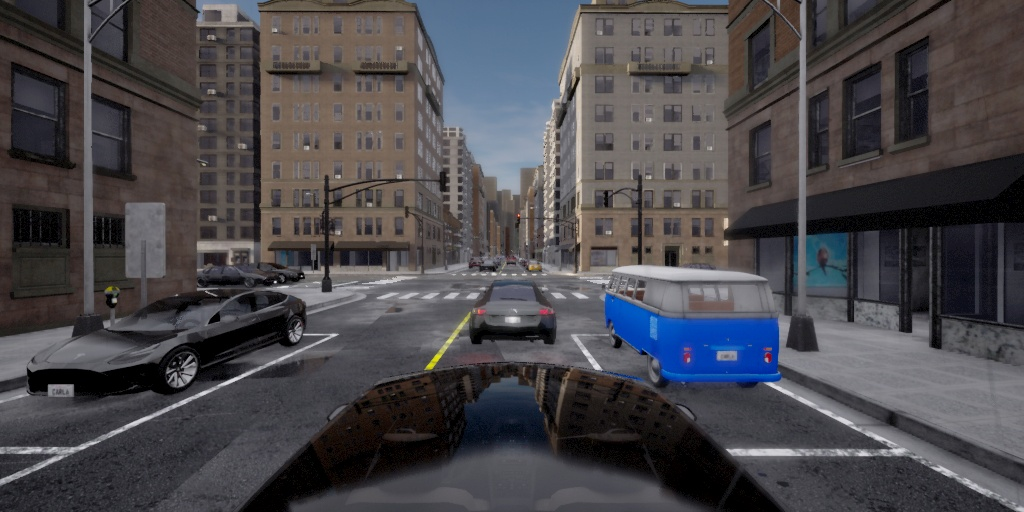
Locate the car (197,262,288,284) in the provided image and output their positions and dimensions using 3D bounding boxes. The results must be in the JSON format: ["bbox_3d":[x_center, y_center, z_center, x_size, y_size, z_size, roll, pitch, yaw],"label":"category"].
[{"bbox_3d":[-17.890,1.282,23.065,5.357,1.411,2.033,0,0,0],"label":"car"}]

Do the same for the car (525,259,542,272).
[{"bbox_3d":[2.929,1.267,45.988,1.751,1.417,4.829,0,0,0],"label":"car"}]

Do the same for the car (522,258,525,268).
[{"bbox_3d":[2.890,1.178,51.344,1.967,1.591,4.097,0,0,0],"label":"car"}]

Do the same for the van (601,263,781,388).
[{"bbox_3d":[2.884,1.090,6.628,1.690,1.789,3.998,0,0,0],"label":"van"}]

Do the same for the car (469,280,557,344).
[{"bbox_3d":[0.046,1.314,9.553,1.994,1.385,4.181,0,0,1],"label":"car"}]

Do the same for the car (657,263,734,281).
[{"bbox_3d":[15.233,1.289,29.941,5.357,1.411,2.033,0,0,0],"label":"car"}]

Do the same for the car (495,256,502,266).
[{"bbox_3d":[-3.091,1.227,56.039,2.128,1.511,4.902,0,0,0],"label":"car"}]

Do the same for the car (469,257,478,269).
[{"bbox_3d":[-5.676,1.050,56.809,2.192,1.841,5.009,0,0,0],"label":"car"}]

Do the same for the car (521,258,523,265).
[{"bbox_3d":[2.849,1.286,56.870,2.007,1.370,4.403,0,0,0],"label":"car"}]

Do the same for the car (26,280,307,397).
[{"bbox_3d":[-5.641,1.315,6.674,1.948,1.339,4.313,0,0,0],"label":"car"}]

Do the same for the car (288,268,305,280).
[{"bbox_3d":[-17.860,1.230,26.316,4.892,1.490,1.837,0,0,0],"label":"car"}]

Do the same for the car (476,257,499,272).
[{"bbox_3d":[-3.022,1.219,45.661,1.882,1.535,5.008,0,0,1],"label":"car"}]
